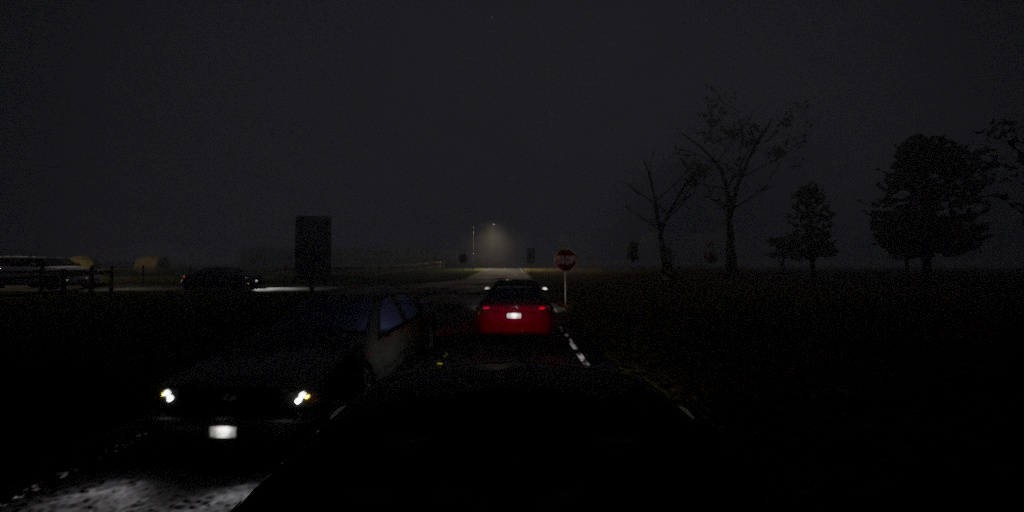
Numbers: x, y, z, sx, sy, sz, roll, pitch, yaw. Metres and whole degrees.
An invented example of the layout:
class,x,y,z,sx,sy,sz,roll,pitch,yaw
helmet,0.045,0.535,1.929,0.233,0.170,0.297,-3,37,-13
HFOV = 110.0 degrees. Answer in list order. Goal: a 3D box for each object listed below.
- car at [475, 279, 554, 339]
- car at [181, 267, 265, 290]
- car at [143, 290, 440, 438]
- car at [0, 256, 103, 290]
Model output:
class,x,y,z,sx,sy,sz,roll,pitch,yaw
car,0.106,1.357,10.299,1.994,1.385,4.181,0,0,2
car,-18.007,1.378,22.444,4.181,1.385,1.994,0,-1,-2
car,-2.665,1.319,6.109,2.033,1.411,5.357,0,0,3
car,-28.951,1.022,22.147,5.566,2.045,2.150,0,-1,-2
